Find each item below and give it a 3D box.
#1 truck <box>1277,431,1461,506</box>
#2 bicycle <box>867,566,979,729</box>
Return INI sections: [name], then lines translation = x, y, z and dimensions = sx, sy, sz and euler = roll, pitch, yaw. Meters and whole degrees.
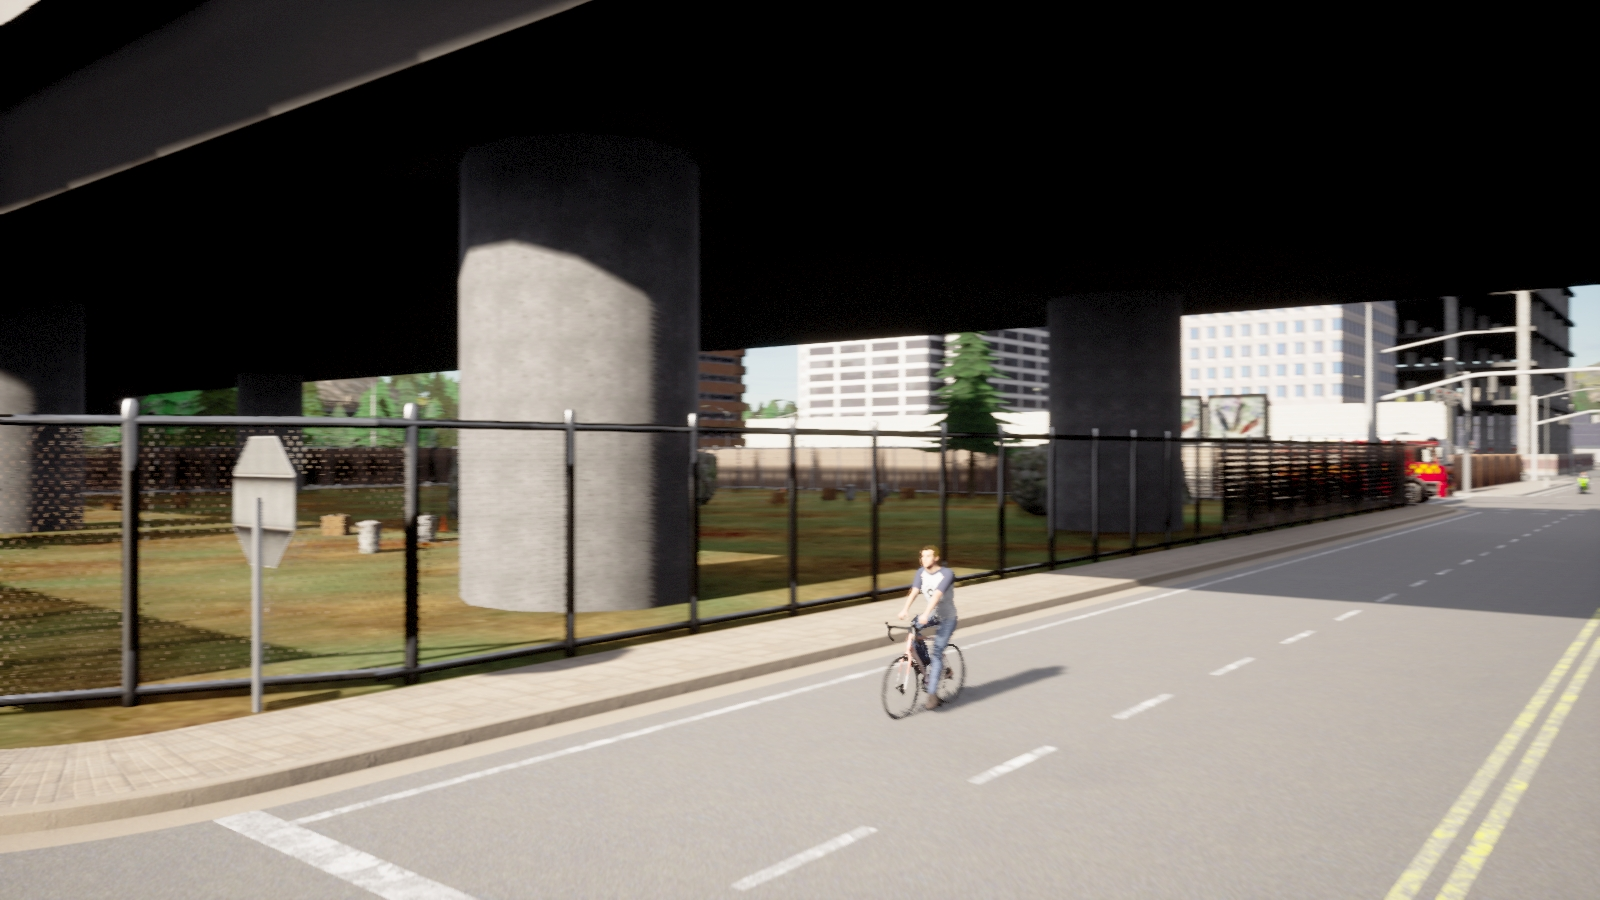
[truck]
translation = 30.691, 0.944, 61.855
dimensions = 8.468, 3.827, 2.891
euler = 0, 0, 39
[bicycle]
translation = 1.358, 2.086, 12.375
dimensions = 0.373, 1.496, 1.643
euler = 0, 0, 39
